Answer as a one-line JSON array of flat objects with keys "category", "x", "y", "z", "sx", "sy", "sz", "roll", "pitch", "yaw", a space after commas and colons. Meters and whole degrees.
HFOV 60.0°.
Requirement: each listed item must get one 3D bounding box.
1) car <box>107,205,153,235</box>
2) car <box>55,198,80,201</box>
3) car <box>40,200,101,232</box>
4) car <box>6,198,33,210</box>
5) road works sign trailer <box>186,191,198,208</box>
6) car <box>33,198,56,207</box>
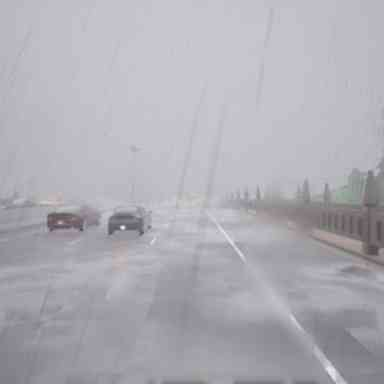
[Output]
[{"category": "car", "x": -3.400, "y": 1.482, "z": 18.757, "sx": 1.837, "sy": 1.490, "sz": 4.892, "roll": 0, "pitch": 0, "yaw": 0}, {"category": "car", "x": -14.085, "y": 1.519, "z": 39.513, "sx": 1.994, "sy": 1.385, "sz": 4.181, "roll": 0, "pitch": 0, "yaw": 0}, {"category": "car", "x": -6.900, "y": 1.453, "z": 19.954, "sx": 1.882, "sy": 1.535, "sz": 5.008, "roll": 0, "pitch": 0, "yaw": 0}, {"category": "car", "x": -21.075, "y": 1.493, "z": 41.298, "sx": 1.812, "sy": 1.442, "sz": 4.674, "roll": 0, "pitch": -1, "yaw": 0}, {"category": "road works sign trailer", "x": 0.002, "y": 1.595, "z": 62.490, "sx": 2.380, "sy": 3.560, "sz": 2.880, "roll": 0, "pitch": -6, "yaw": 0}, {"category": "car", "x": -17.575, "y": 1.453, "z": 41.882, "sx": 1.882, "sy": 1.535, "sz": 5.008, "roll": 0, "pitch": -1, "yaw": 0}]
